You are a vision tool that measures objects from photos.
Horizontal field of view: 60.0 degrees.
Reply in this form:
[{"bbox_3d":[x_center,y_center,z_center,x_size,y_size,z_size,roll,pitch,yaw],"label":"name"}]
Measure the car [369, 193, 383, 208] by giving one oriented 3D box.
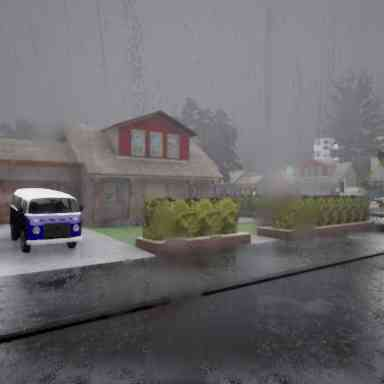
[{"bbox_3d":[23.743,0.953,40.873,3.866,1.878,1.905,0,0,-1],"label":"car"}]
